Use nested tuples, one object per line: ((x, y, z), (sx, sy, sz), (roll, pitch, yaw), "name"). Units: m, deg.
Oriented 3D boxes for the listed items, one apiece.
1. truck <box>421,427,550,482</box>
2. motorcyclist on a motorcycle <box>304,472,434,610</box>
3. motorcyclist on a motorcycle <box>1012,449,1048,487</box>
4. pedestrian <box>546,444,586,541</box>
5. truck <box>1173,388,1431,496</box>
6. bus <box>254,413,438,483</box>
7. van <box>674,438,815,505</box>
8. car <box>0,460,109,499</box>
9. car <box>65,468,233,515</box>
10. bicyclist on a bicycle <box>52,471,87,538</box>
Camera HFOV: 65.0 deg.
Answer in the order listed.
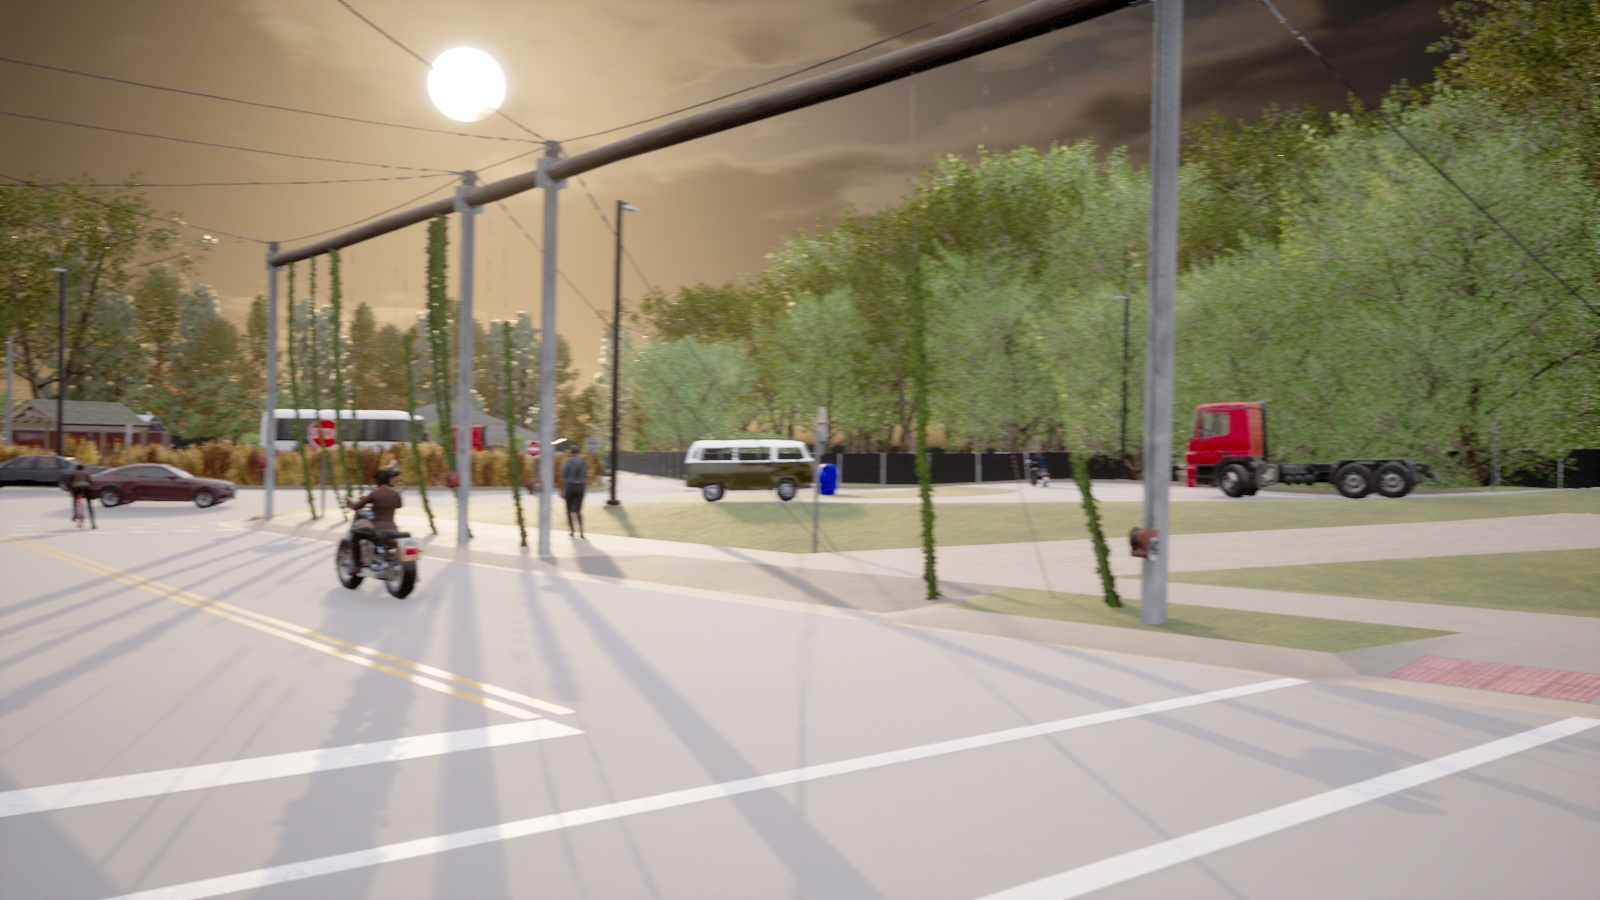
((-20.389, 0.239, 81.422), (7.936, 3.462, 2.891), (0, 1, 22), "truck")
((-5.583, 1.110, 16.157), (0.766, 1.649, 2.350), (1, -1, -41), "motorcyclist on a motorcycle")
((9.942, 0.769, 54.365), (0.866, 1.590, 1.817), (-3, 1, -12), "motorcyclist on a motorcycle")
((-4.555, 0.821, 24.412), (0.540, 1.848, 0.694), (1, 0, -29), "pedestrian")
((17.412, -0.197, 43.724), (7.936, 3.462, 2.891), (-1, 0, 30), "truck")
((-28.496, -0.143, 79.323), (10.273, 4.253, 3.944), (0, 1, -4), "bus")
((-1.811, 0.707, 41.541), (4.480, 2.038, 2.069), (-2, 0, -1), "van")
((-30.392, 1.141, 49.297), (5.357, 1.411, 2.033), (1, 1, -15), "car")
((-21.576, 1.361, 41.798), (4.674, 1.442, 1.812), (0, 1, -13), "car")
((-18.177, 1.334, 31.230), (0.582, 1.620, 1.656), (1, -1, -36), "bicyclist on a bicycle")
